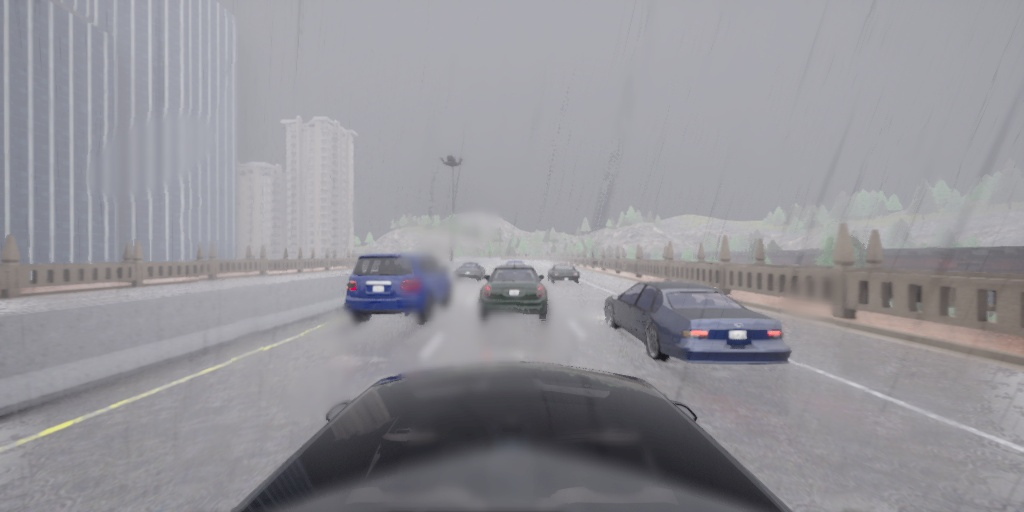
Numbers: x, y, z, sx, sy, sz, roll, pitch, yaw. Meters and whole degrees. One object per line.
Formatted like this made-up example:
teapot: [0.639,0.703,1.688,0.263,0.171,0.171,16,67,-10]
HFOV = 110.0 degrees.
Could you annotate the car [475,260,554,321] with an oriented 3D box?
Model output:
car: [0.082,1.062,12.469,2.097,1.767,4.553,0,0,0]

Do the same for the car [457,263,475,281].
car: [-3.223,1.211,28.614,1.994,1.385,4.181,0,0,1]

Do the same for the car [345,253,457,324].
car: [-3.417,0.932,11.876,2.150,2.045,5.566,0,0,0]

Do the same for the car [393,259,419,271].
car: [-13.432,1.089,45.749,1.837,1.490,4.892,0,0,2]

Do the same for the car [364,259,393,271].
car: [-16.933,1.148,45.695,1.994,1.385,4.181,0,0,2]

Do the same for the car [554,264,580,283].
car: [3.720,1.257,26.366,1.895,1.301,4.718,0,0,1]

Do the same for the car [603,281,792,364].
car: [3.564,1.273,8.146,2.033,1.411,5.357,0,0,0]
